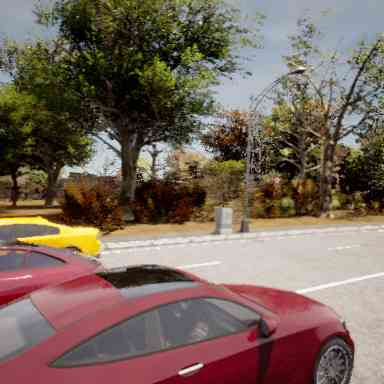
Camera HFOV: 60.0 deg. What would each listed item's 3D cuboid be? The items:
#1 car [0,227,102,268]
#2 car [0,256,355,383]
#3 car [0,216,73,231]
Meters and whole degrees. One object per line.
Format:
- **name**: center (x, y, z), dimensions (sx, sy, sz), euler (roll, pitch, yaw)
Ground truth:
- **car**: center (-3.571, 1.537, 5.588), dimensions (4.181, 1.385, 1.994), euler (0, 0, -34)
- **car**: center (-0.277, 1.520, 3.390), dimensions (4.674, 1.442, 1.812), euler (0, 0, -35)
- **car**: center (-4.975, 1.444, 8.880), dimensions (5.008, 1.535, 1.882), euler (1, 0, -34)
